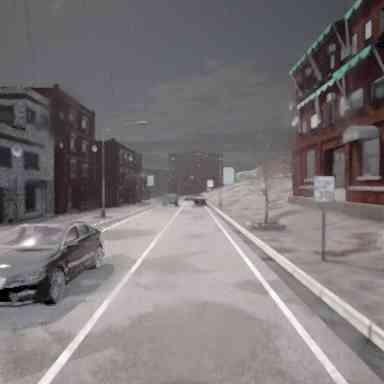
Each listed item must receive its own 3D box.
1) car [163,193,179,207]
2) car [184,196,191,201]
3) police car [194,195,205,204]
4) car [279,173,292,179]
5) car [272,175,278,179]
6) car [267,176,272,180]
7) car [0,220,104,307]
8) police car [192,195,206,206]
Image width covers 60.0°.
[{"bbox_3d":[-3.266,1.189,51.486,2.150,2.045,5.566,0,0,1],"label":"car"},{"bbox_3d":[-0.816,1.721,89.843,1.812,1.442,4.674,0,-1,-16],"label":"car"},{"bbox_3d":[1.425,1.403,65.564,1.930,1.638,5.238,0,0,0],"label":"police car"},{"bbox_3d":[23.383,-3.779,79.968,2.185,1.767,4.553,0,1,-4],"label":"car"},{"bbox_3d":[22.947,-3.756,85.476,2.097,1.535,5.008,0,1,-3],"label":"car"},{"bbox_3d":[22.627,-3.819,91.015,2.002,1.452,4.674,0,1,-2],"label":"car"},{"bbox_3d":[-3.560,1.481,8.128,2.128,1.511,4.902,0,0,0],"label":"car"},{"bbox_3d":[1.367,1.400,55.560,1.930,1.638,5.238,0,0,0],"label":"police car"}]
